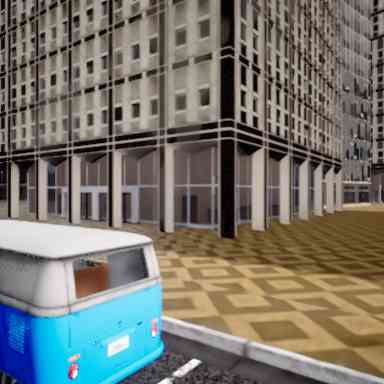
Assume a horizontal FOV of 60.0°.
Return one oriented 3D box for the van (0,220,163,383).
[{"bbox_3d":[-2.258,1.335,4.490,3.998,1.788,1.690,0,0,36],"label":"van"}]
